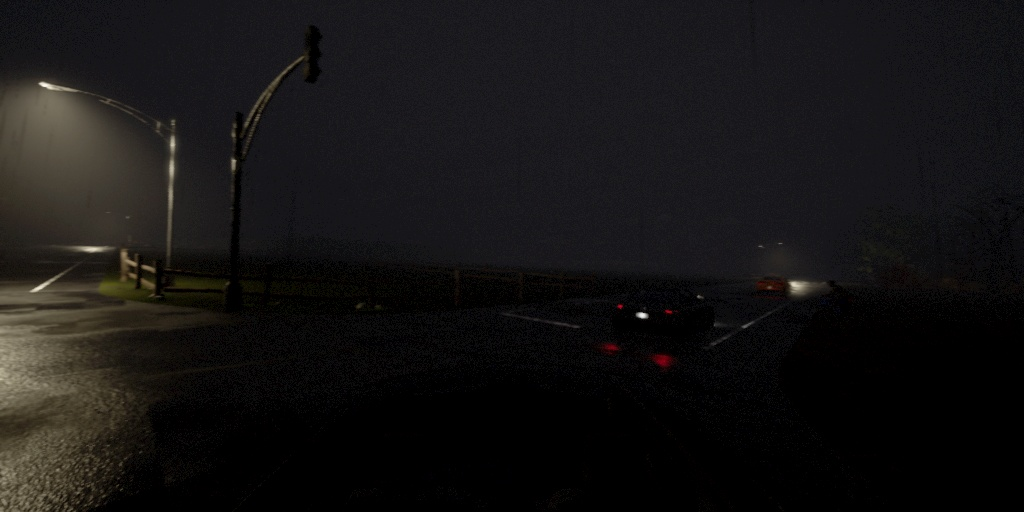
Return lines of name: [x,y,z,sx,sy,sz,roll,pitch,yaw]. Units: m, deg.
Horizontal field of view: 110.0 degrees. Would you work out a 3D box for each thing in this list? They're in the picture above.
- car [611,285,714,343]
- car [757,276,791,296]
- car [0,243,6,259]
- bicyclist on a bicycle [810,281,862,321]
car: [4.703,1.596,10.938,1.994,1.385,4.181,1,-1,40]
car: [21.599,2.367,29.501,1.882,1.535,5.008,1,-1,43]
car: [-39.642,-0.634,26.554,4.553,1.767,2.097,3,0,42]
bicyclist on a bicycle: [13.744,1.877,15.223,1.656,1.620,0.582,2,0,43]
